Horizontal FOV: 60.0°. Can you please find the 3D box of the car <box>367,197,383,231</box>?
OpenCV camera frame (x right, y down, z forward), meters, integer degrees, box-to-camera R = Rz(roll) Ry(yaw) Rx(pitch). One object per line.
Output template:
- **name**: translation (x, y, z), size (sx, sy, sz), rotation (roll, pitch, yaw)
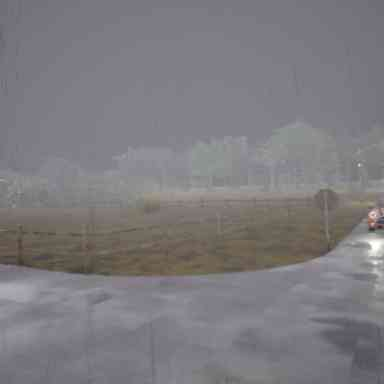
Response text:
- **car**: translation (10.782, 1.072, 17.981), size (2.097, 1.767, 4.553), rotation (-4, -1, 32)
